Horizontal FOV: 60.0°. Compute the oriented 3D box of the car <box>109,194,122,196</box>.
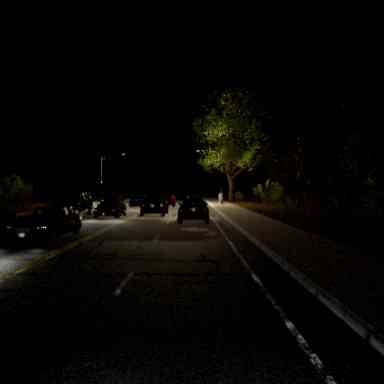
[{"bbox_3d":[-9.771,1.050,41.881,2.097,1.767,4.553,0,1,0],"label":"car"}]

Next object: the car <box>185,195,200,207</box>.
[{"bbox_3d":[0.082,1.182,44.755,1.837,1.490,4.892,0,1,0],"label":"car"}]

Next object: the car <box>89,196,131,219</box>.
[{"bbox_3d":[-6.555,1.338,27.050,1.812,1.442,4.674,0,0,0],"label":"car"}]

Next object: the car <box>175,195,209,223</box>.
[{"bbox_3d":[0.093,1.187,23.874,2.097,1.767,4.553,0,0,0],"label":"car"}]

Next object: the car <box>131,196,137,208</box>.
[{"bbox_3d":[-6.526,1.182,41.364,1.882,1.535,5.008,0,0,0],"label":"car"}]

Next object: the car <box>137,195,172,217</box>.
[{"bbox_3d":[-3.234,1.148,29.284,2.097,1.767,4.553,0,0,0],"label":"car"}]

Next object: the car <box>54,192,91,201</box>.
[{"bbox_3d":[-9.800,1.023,27.356,2.150,2.045,5.566,0,2,0],"label":"car"}]

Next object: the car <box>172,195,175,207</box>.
[{"bbox_3d":[-3.195,1.153,45.090,1.882,1.535,5.008,0,0,0],"label":"car"}]

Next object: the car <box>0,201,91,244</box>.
[{"bbox_3d":[-6.582,1.388,15.307,2.128,1.511,4.902,0,0,0],"label":"car"}]
